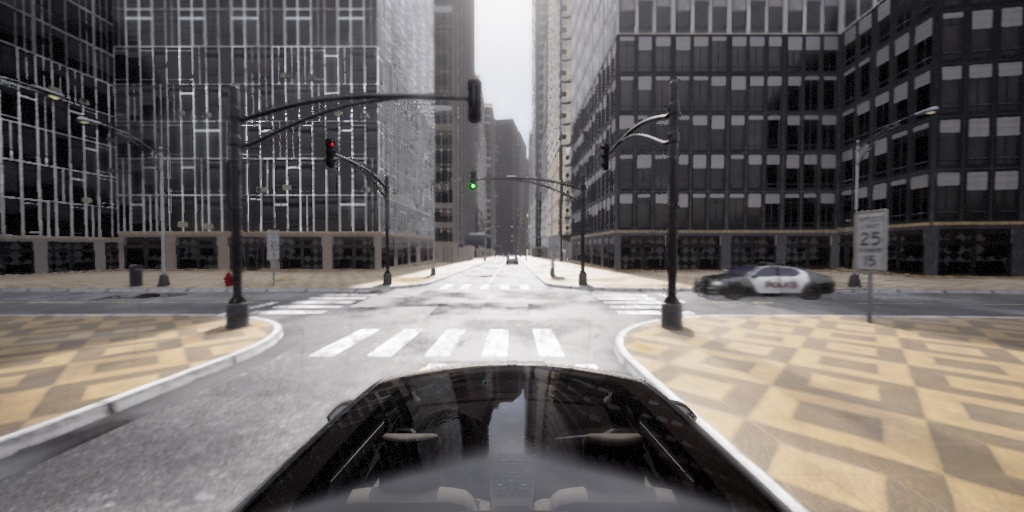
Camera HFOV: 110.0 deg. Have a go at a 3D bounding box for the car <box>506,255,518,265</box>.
[{"bbox_3d":[0.016,0.687,58.047,1.994,1.385,4.181,0,1,0],"label":"car"}]

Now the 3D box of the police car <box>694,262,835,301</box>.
[{"bbox_3d":[10.594,1.063,15.390,4.974,1.542,2.038,0,2,3],"label":"police car"}]
